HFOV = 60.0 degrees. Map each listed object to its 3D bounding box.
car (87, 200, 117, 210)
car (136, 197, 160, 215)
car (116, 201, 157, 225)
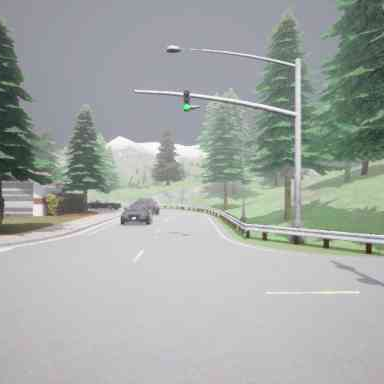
[{"bbox_3d":[-11.289,1.608,41.681,4.718,1.301,1.895,0,0,14],"label":"car"},{"bbox_3d":[-4.734,1.352,33.927,2.097,1.767,4.553,0,0,-19],"label":"car"},{"bbox_3d":[-3.924,1.564,24.134,1.994,1.385,4.181,0,0,-2],"label":"car"}]
